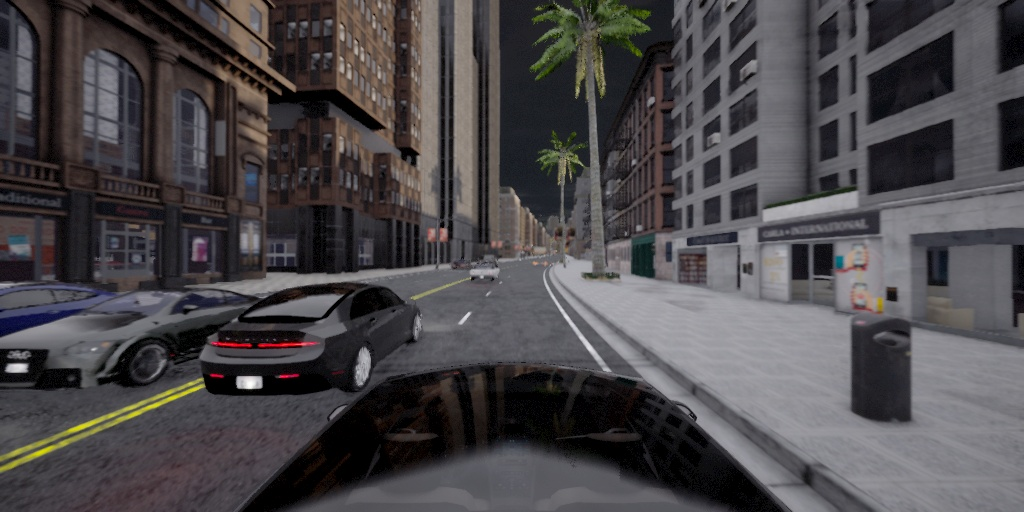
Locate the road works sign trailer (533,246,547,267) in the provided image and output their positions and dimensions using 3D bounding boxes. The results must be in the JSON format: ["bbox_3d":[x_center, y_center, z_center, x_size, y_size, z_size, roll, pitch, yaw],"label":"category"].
[{"bbox_3d":[5.006,0.057,63.762,2.380,3.560,2.880,0,0,8],"label":"road works sign trailer"}]

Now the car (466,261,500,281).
[{"bbox_3d":[-2.112,1.291,29.118,1.895,1.301,4.718,0,0,4],"label":"car"}]

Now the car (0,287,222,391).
[{"bbox_3d":[-6.520,1.296,6.740,1.994,1.385,4.181,0,0,1],"label":"car"}]

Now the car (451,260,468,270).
[{"bbox_3d":[-6.889,1.203,49.059,1.994,1.385,4.181,0,0,7],"label":"car"}]

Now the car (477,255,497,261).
[{"bbox_3d":[-3.488,0.859,50.138,2.150,2.045,5.566,0,0,7],"label":"car"}]

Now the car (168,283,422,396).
[{"bbox_3d":[-3.076,1.241,6.667,1.837,1.490,4.892,0,0,1],"label":"car"}]

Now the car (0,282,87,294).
[{"bbox_3d":[-9.776,1.253,6.699,1.812,1.442,4.674,0,0,1],"label":"car"}]
